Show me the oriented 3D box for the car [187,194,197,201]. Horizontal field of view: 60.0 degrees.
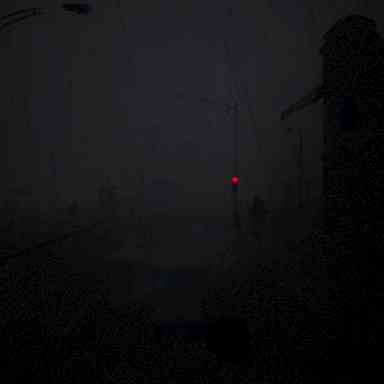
[{"bbox_3d":[0.020,1.243,72.291,1.812,1.442,4.674,0,0,0],"label":"car"}]
